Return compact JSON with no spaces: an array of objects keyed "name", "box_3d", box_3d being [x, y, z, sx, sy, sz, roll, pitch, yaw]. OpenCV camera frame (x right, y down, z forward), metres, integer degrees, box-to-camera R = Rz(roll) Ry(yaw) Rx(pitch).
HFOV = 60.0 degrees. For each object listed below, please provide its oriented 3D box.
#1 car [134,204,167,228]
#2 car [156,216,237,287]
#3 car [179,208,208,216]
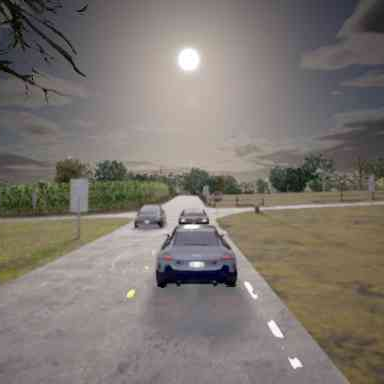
[{"name":"car","box_3d":[-2.770,1.600,22.939,1.812,1.442,4.674,0,0,0]},{"name":"car","box_3d":[0.103,1.613,9.511,1.994,1.385,4.181,0,0,0]},{"name":"car","box_3d":[0.102,1.678,21.477,1.895,1.301,4.718,0,0,0]}]
